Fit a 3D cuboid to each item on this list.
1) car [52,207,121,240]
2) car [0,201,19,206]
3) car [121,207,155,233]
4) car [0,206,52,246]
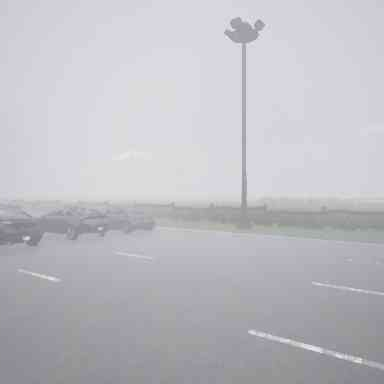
[{"bbox_3d":[-6.236,1.496,16.916,4.902,1.511,2.128,0,0,36],"label":"car"},{"bbox_3d":[-16.415,1.517,28.476,4.892,1.490,1.837,0,0,36],"label":"car"},{"bbox_3d":[-4.204,1.573,19.765,4.181,1.385,1.994,0,0,36],"label":"car"},{"bbox_3d":[-8.269,1.517,14.066,4.892,1.490,1.837,0,0,36],"label":"car"}]
